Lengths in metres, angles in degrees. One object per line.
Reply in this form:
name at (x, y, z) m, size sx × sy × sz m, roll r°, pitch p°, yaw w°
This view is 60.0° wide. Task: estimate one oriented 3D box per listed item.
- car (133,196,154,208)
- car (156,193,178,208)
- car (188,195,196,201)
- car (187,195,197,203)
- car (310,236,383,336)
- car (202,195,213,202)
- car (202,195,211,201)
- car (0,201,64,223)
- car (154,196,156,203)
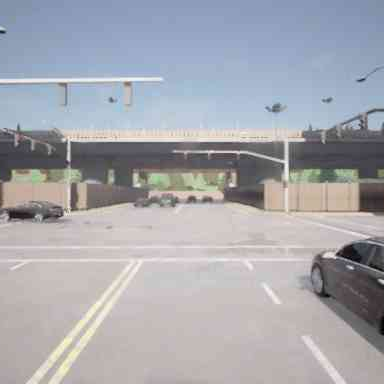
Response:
car at (-7.085, 1.516, 47.663) m, size 2.033 × 1.411 × 5.357 m, roll 0°, pitch 0°, yaw 0°
car at (-3.587, 1.189, 48.286) m, size 2.150 × 2.045 × 5.566 m, roll 0°, pitch 0°, yaw -1°
car at (-0.012, 1.447, 80.950) m, size 1.837 × 1.490 × 4.892 m, roll 0°, pitch 0°, yaw 0°
car at (-0.010, 1.451, 70.588) m, size 1.837 × 1.490 × 4.892 m, roll 0°, pitch 0°, yaw 0°
car at (3.577, 1.501, 5.654) m, size 1.837 × 1.490 × 4.892 m, roll 0°, pitch 0°, yaw 0°
car at (3.490, 1.476, 70.964) m, size 1.812 × 1.442 × 4.674 m, roll 0°, pitch 0°, yaw 0°
car at (3.488, 1.500, 80.950) m, size 1.994 × 1.385 × 4.181 m, roll 0°, pitch 0°, yaw 0°
car at (-11.983, 1.440, 24.671) m, size 4.902 × 1.511 × 2.128 m, roll 0°, pitch 0°, yaw 12°
car at (-7.033, 1.463, 63.556) m, size 1.837 × 1.490 × 4.892 m, roll 0°, pitch 0°, yaw 0°
